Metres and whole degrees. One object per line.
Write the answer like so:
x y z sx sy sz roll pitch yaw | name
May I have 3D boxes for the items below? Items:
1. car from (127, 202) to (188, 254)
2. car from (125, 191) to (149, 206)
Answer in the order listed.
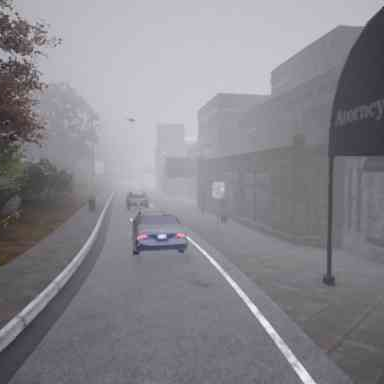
-1.373 1.362 12.773 2.033 1.411 5.357 -1 2 -10 | car
-4.889 0.626 29.572 2.128 1.511 4.902 -1 3 -12 | car
